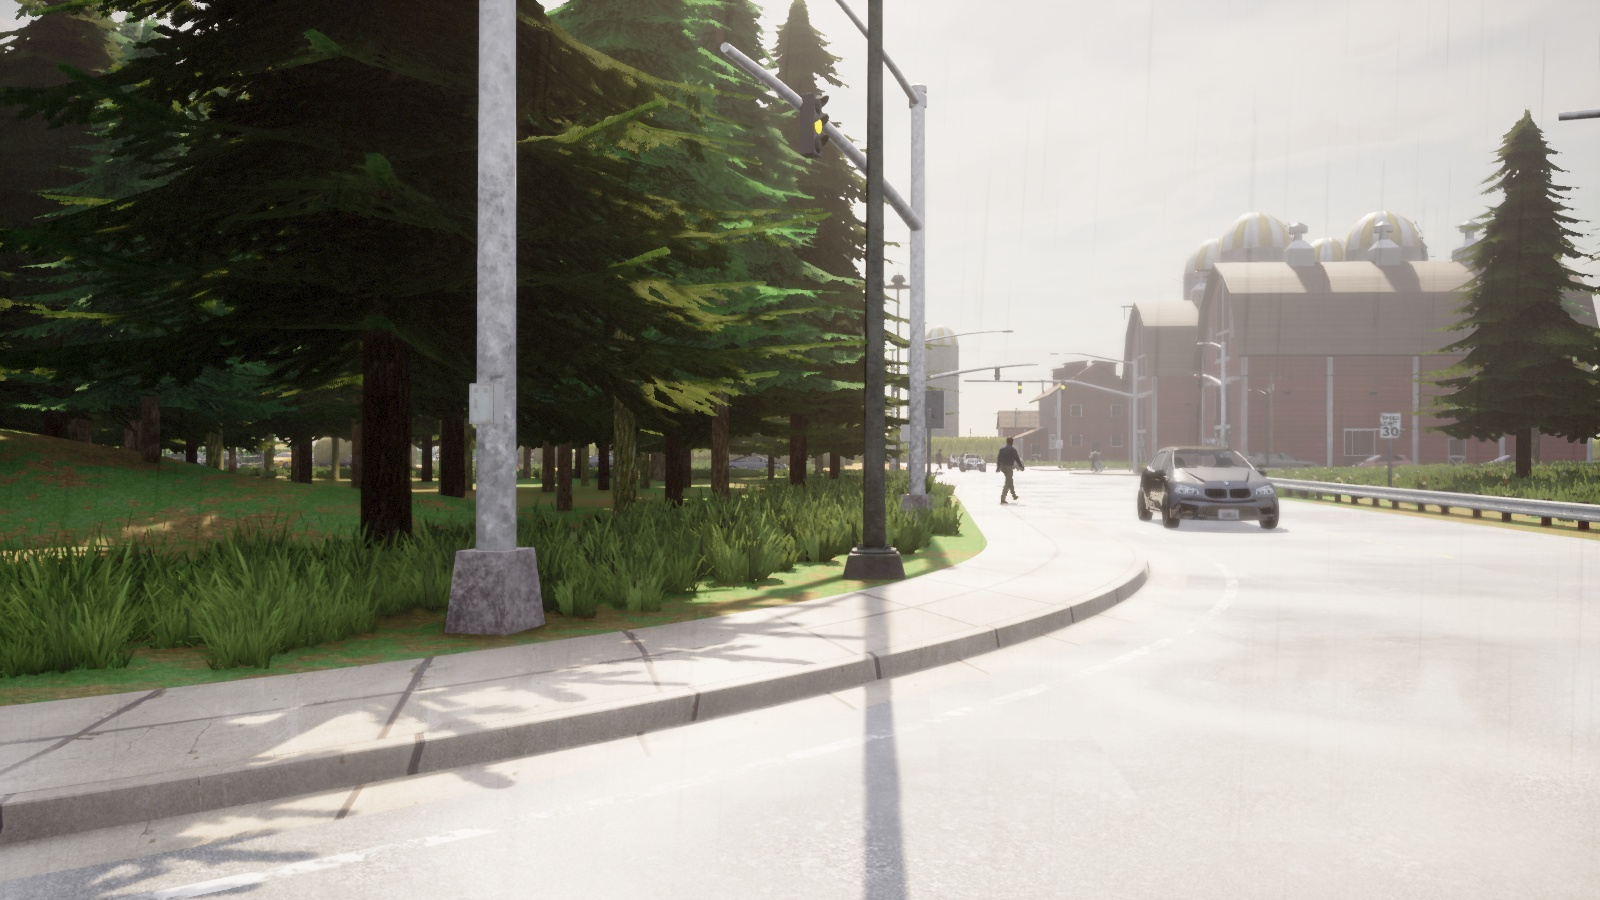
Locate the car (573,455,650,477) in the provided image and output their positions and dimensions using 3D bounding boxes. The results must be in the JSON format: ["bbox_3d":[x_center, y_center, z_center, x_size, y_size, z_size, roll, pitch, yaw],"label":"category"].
[{"bbox_3d":[-12.237,1.022,81.564,4.674,1.442,1.812,0,0,5],"label":"car"}]

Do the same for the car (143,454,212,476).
[{"bbox_3d":[-43.124,1.029,87.034,3.806,1.475,1.970,0,0,-6],"label":"car"}]

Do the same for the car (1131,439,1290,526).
[{"bbox_3d":[8.531,0.636,26.575,2.242,1.667,4.611,0,0,6],"label":"car"}]

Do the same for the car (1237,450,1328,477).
[{"bbox_3d":[30.012,0.829,78.213,4.856,1.649,2.033,0,0,4],"label":"car"}]

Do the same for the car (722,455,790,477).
[{"bbox_3d":[-2.832,1.039,80.805,4.181,1.385,1.994,0,0,5],"label":"car"}]

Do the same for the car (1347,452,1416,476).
[{"bbox_3d":[37.509,0.904,81.060,3.633,1.501,1.845,0,0,5],"label":"car"}]

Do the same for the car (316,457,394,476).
[{"bbox_3d":[-30.644,1.148,86.561,4.718,1.301,1.895,0,0,5],"label":"car"}]

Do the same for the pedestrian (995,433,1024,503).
[{"bbox_3d":[5.550,0.476,33.280,0.726,1.835,0.370,0,0,-42],"label":"pedestrian"}]
